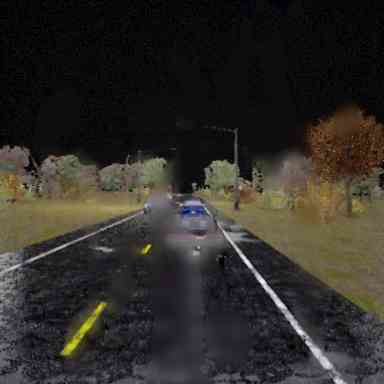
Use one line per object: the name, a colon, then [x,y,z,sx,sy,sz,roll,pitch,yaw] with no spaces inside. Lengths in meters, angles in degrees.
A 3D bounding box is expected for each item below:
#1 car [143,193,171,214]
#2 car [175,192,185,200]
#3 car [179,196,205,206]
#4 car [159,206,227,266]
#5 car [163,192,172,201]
car: [-3.603,1.287,33.511,2.097,1.767,4.553,0,0,0]
car: [-3.464,1.216,86.397,1.882,1.535,5.008,0,0,-2]
car: [0.090,1.421,28.451,1.882,1.535,5.008,0,0,0]
car: [0.090,1.467,11.441,2.128,1.511,4.902,0,0,0]
car: [-5.723,1.046,74.044,2.150,2.045,5.566,0,0,-8]
